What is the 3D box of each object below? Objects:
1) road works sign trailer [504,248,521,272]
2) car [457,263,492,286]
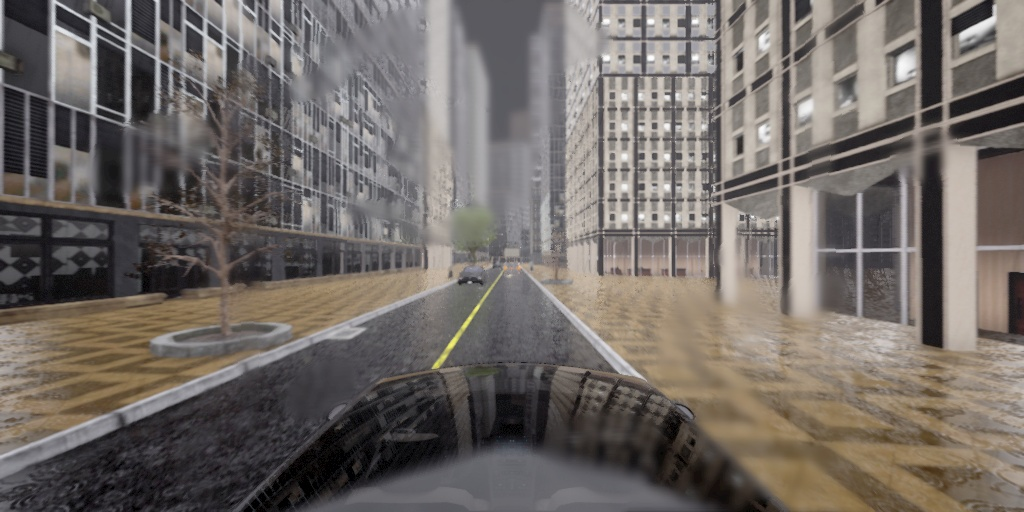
[{"bbox_3d":[0.002,0.517,51.933,2.380,3.560,2.880,0,0,0],"label":"road works sign trailer"},{"bbox_3d":[-2.848,1.432,26.869,2.033,1.411,5.357,0,0,0],"label":"car"}]
